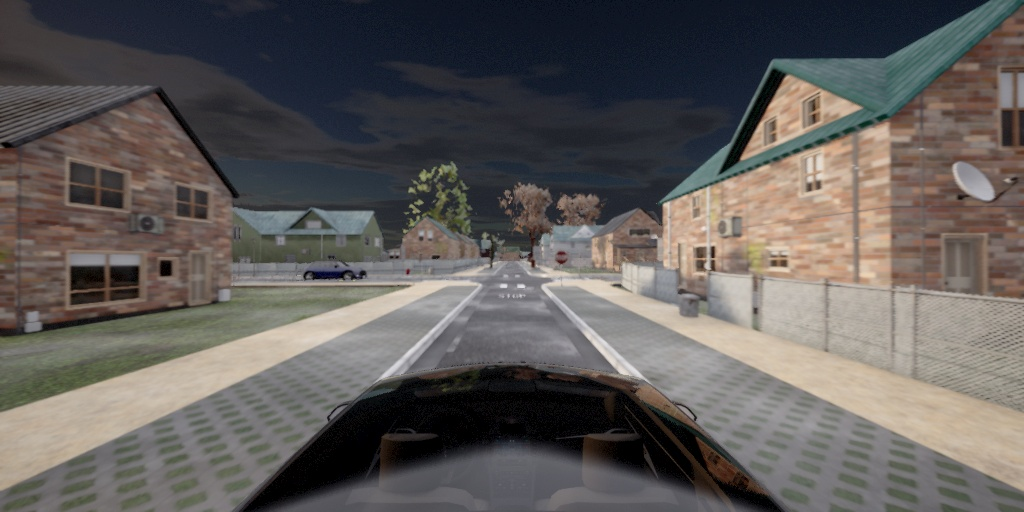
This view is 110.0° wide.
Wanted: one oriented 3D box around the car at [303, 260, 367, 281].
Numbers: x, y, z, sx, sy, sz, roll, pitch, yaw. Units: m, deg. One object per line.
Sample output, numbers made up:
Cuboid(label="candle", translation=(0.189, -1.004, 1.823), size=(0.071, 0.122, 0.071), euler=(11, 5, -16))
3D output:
Cuboid(label="car", translation=(-14.181, 1.135, 28.948), size=(4.553, 1.767, 2.097), euler=(-1, 0, 1))
